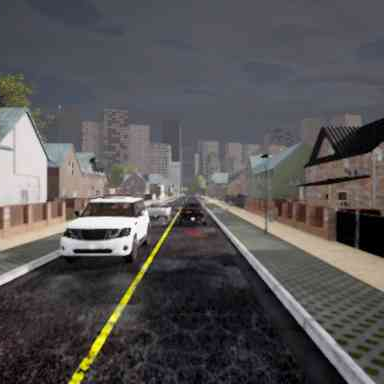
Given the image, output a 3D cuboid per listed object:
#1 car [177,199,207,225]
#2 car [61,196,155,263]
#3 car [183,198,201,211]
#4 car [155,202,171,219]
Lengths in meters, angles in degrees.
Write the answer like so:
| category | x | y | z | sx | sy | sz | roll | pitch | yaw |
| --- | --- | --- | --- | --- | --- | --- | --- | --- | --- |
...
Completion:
| category | x | y | z | sx | sy | sz | roll | pitch | yaw |
| --- | --- | --- | --- | --- | --- | --- | --- | --- | --- |
| car | 0.031 | 1.472 | 23.751 | 1.837 | 1.490 | 4.892 | 0 | 0 | -1 |
| car | -2.861 | 1.205 | 12.315 | 2.150 | 2.045 | 5.566 | 0 | 0 | 0 |
| car | -0.003 | 1.510 | 39.873 | 1.994 | 1.385 | 4.181 | 0 | 0 | 0 |
| car | -2.815 | 1.563 | 28.032 | 1.895 | 1.301 | 4.718 | 0 | 0 | 0 |
